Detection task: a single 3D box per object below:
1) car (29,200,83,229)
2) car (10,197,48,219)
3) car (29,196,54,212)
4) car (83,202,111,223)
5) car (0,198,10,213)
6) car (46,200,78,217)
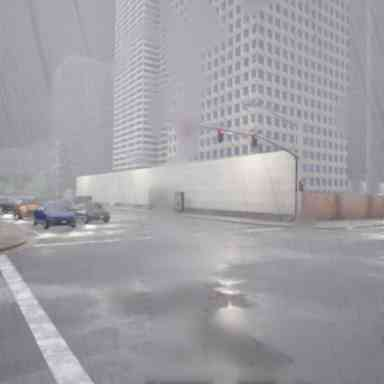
[{"bbox_3d":[-9.176,1.540,22.161,1.882,1.535,5.008,1,-1,-35],"label":"car"},{"bbox_3d":[-14.480,1.420,29.651,2.097,1.767,4.553,1,-1,-35],"label":"car"},{"bbox_3d":[-19.296,1.489,42.530,2.097,1.767,4.553,1,-1,-35],"label":"car"},{"bbox_3d":[-8.108,1.630,26.707,1.837,1.490,4.892,1,-1,-35],"label":"car"},{"bbox_3d":[-20.291,1.675,37.856,1.895,1.301,4.718,1,-1,-35],"label":"car"},{"bbox_3d":[-13.463,1.608,34.271,1.882,1.535,5.008,1,-1,-35],"label":"car"}]
